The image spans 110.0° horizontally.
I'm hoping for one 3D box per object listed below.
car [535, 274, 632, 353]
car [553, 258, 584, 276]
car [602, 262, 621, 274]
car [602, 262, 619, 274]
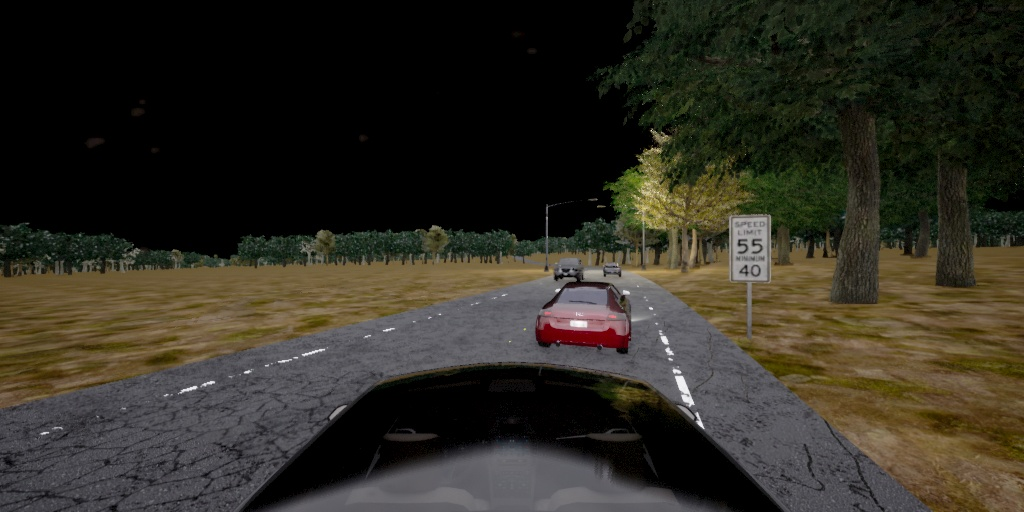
[{"bbox_3d":[1.960,1.326,9.031,1.994,1.385,4.181,0,0,18],"label":"car"},{"bbox_3d":[5.101,1.153,31.537,2.150,2.045,5.566,0,-1,17],"label":"car"},{"bbox_3d":[11.093,1.519,39.657,2.128,1.511,4.902,0,-1,15],"label":"car"},{"bbox_3d":[13.612,1.629,49.765,2.128,1.511,4.902,0,-1,14],"label":"car"}]
